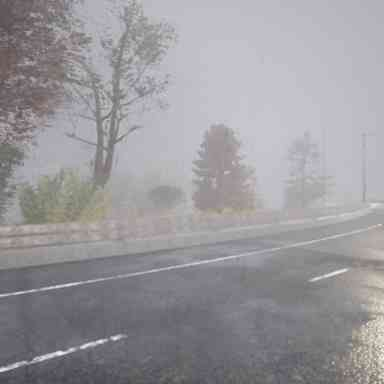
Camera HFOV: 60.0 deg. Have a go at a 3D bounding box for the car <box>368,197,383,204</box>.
[{"bbox_3d":[37.723,1.691,68.264,1.895,1.301,4.718,0,0,10],"label":"car"}]
